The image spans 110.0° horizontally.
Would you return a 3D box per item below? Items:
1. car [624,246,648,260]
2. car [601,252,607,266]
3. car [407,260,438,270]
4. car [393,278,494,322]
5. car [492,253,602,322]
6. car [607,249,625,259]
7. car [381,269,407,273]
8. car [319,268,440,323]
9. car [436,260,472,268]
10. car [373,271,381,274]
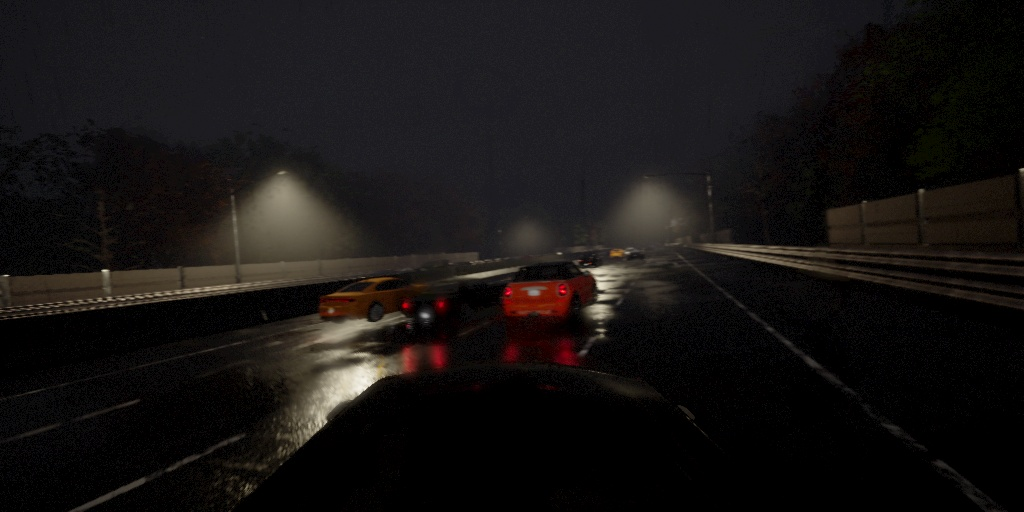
[{"bbox_3d":[16.587,-0.217,47.826,1.994,1.385,4.181,-5,0,23],"label":"car"},{"bbox_3d":[7.942,0.478,36.255,1.837,1.490,4.892,-5,0,23],"label":"car"},{"bbox_3d":[-9.023,1.571,41.138,2.150,2.045,5.566,-5,0,23],"label":"car"},{"bbox_3d":[-1.798,1.456,13.019,1.895,1.301,4.718,-5,0,23],"label":"car"},{"bbox_3d":[1.419,0.947,11.710,2.097,1.767,4.553,-5,0,23],"label":"car"},{"bbox_3d":[17.326,-0.402,58.631,1.882,1.535,5.008,-5,0,23],"label":"car"},{"bbox_3d":[-12.551,2.239,41.688,1.895,1.301,4.718,-5,0,23],"label":"car"},{"bbox_3d":[-5.076,1.598,14.254,1.882,1.535,5.008,-5,0,23],"label":"car"},{"bbox_3d":[-5.885,1.447,39.587,2.097,1.767,4.553,-5,0,23],"label":"car"},{"bbox_3d":[-15.606,2.430,43.421,2.033,1.411,5.357,-5,0,23],"label":"car"}]
